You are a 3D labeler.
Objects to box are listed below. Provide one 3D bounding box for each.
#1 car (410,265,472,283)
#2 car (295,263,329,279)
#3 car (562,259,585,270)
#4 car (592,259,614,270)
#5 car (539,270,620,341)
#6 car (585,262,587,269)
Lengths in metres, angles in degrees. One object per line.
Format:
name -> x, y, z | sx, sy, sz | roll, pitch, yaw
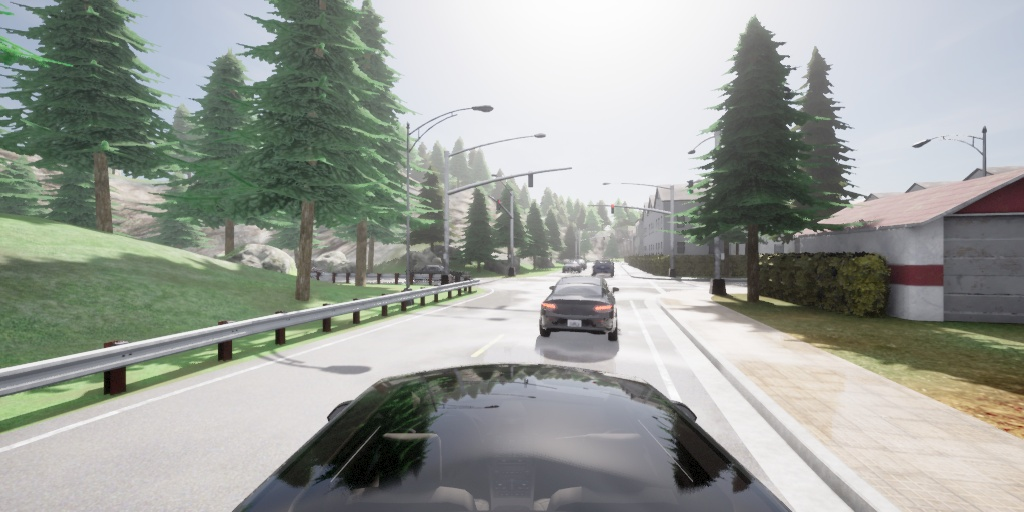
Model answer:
car -> -5.463, 1.365, 27.354 | 4.718, 1.301, 1.895 | 0, 0, 15
car -> -17.986, 1.291, 30.694 | 4.674, 1.442, 1.812 | 0, 0, 15
car -> 7.270, 1.314, 43.184 | 1.994, 1.385, 4.181 | 0, 0, 15
car -> 9.518, 1.102, 37.293 | 2.097, 1.767, 4.553 | 0, 0, 16
car -> 1.939, 1.276, 9.902 | 1.812, 1.442, 4.674 | 0, 0, 15
car -> 9.956, 1.241, 52.873 | 2.128, 1.511, 4.902 | 0, 0, 16
